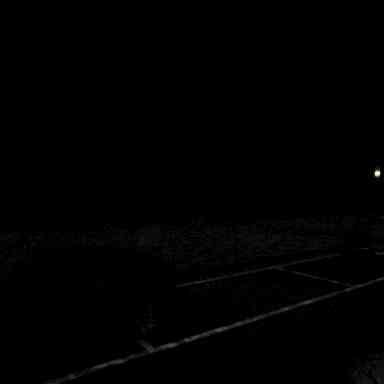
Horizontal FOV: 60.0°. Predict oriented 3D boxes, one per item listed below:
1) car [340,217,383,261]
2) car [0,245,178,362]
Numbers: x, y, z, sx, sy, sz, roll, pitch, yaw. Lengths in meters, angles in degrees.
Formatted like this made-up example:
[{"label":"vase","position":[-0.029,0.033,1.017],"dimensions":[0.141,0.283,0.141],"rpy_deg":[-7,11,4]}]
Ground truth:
[{"label":"car","position":[6.891,1.559,11.569],"dimensions":[4.403,1.369,2.008],"rpy_deg":[0,0,-36]},{"label":"car","position":[-2.239,1.567,5.051],"dimensions":[4.313,1.339,1.947],"rpy_deg":[0,0,-36]}]
